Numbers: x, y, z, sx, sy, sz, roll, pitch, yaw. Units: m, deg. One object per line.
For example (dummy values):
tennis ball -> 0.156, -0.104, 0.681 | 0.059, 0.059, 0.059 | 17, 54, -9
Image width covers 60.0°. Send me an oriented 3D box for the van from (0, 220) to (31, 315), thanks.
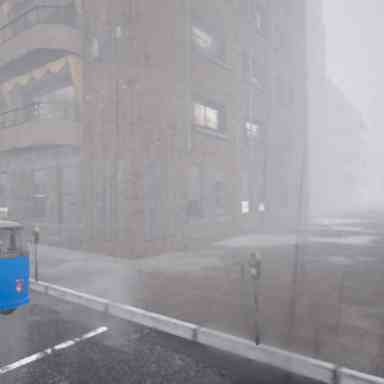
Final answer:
van -> -4.727, 1.335, 6.268 | 3.998, 1.788, 1.690 | 0, -1, 36
